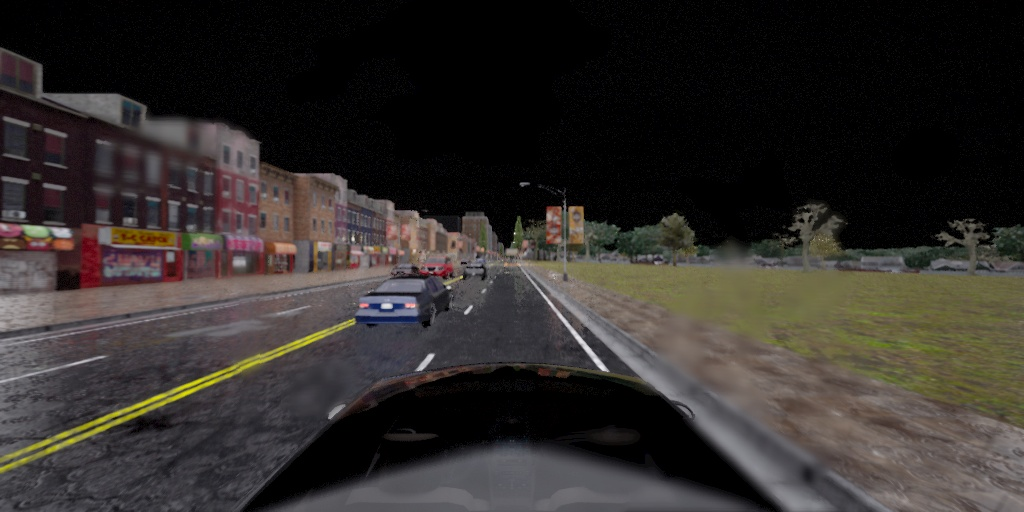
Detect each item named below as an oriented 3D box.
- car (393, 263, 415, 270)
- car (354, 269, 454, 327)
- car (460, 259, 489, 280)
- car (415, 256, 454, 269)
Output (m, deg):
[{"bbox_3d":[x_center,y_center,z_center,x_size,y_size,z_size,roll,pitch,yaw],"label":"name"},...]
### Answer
[{"bbox_3d":[-9.840,1.366,33.594,1.994,1.385,4.181,0,0,0],"label":"car"},{"bbox_3d":[-3.149,1.313,11.533,2.033,1.411,5.357,0,0,0],"label":"car"},{"bbox_3d":[-3.148,1.291,31.816,2.128,1.511,4.902,0,0,0],"label":"car"},{"bbox_3d":[-6.595,1.021,31.995,2.150,2.045,5.566,0,0,0],"label":"car"}]
